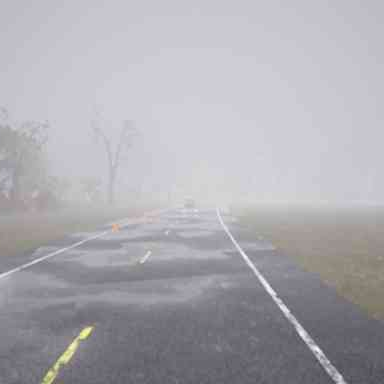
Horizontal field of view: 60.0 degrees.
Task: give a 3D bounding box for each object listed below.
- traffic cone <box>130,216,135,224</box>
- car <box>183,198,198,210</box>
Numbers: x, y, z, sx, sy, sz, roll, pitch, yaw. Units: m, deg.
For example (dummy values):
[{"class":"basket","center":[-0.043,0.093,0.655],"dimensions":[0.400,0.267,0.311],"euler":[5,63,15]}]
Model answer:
[{"class":"traffic cone","center":[-4.376,2.048,24.735],"dimensions":[0.340,0.580,0.340],"euler":[0,0,2]},{"class":"car","center":[-0.196,1.688,46.970],"dimensions":[1.837,1.490,4.892],"euler":[0,0,4]}]
